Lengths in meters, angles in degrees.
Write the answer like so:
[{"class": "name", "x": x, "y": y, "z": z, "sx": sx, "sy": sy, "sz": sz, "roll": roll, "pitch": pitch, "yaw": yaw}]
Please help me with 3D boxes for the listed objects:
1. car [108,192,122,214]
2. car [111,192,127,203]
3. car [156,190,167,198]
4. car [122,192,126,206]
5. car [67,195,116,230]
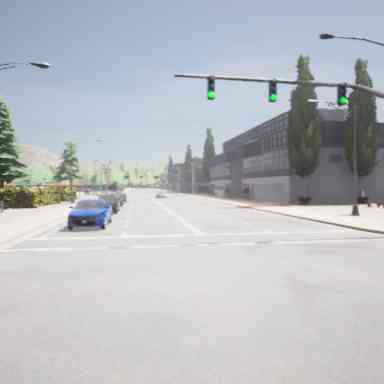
[{"class": "car", "x": -7.223, "y": 0.985, "z": 28.289, "sx": 1.882, "sy": 1.535, "sz": 5.008, "roll": 0, "pitch": 1, "yaw": -9}, {"class": "car", "x": -10.396, "y": 0.734, "z": 47.460, "sx": 1.994, "sy": 1.385, "sz": 4.181, "roll": 0, "pitch": 1, "yaw": -10}, {"class": "car", "x": -5.695, "y": 0.420, "z": 61.583, "sx": 1.812, "sy": 1.442, "sz": 4.674, "roll": 0, "pitch": 1, "yaw": -10}, {"class": "car", "x": -8.781, "y": 0.830, "z": 37.864, "sx": 2.128, "sy": 1.511, "sz": 4.902, "roll": 0, "pitch": 1, "yaw": -9}, {"class": "car", "x": -5.664, "y": 1.152, "z": 18.824, "sx": 1.882, "sy": 1.535, "sz": 5.008, "roll": 0, "pitch": 1, "yaw": -8}]
